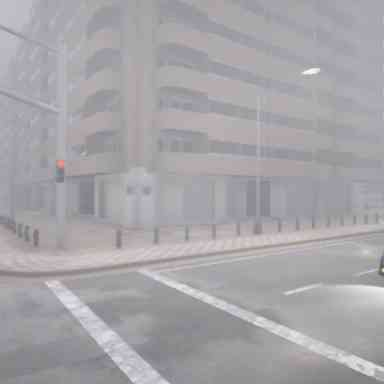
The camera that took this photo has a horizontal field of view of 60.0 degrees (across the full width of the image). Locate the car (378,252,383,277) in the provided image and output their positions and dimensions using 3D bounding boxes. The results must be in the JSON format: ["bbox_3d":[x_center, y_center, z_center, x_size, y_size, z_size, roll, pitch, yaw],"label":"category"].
[{"bbox_3d":[6.798,1.639,8.835,4.181,1.385,1.994,0,0,-35],"label":"car"}]
